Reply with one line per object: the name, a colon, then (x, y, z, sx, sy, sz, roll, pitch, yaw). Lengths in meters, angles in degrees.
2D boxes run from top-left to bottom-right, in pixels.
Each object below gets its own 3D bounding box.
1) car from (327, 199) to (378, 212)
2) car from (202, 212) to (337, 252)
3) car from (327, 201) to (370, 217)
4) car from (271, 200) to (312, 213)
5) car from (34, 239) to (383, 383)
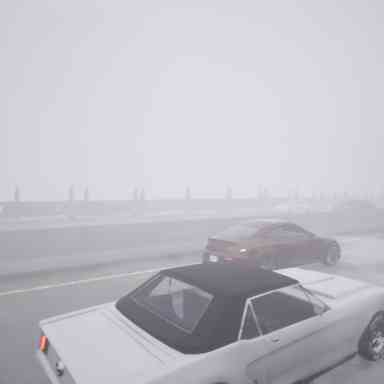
car: (12.472, 1.353, 25.801, 4.553, 1.767, 2.097, 0, 0, -35)
car: (2.423, 1.526, 9.780, 4.674, 1.442, 1.812, 0, 0, -36)
car: (15.089, 1.565, 31.967, 4.181, 1.385, 1.994, 0, 0, -35)
car: (9.785, 1.526, 32.483, 4.674, 1.442, 1.812, 0, 0, -35)
car: (0.710, 1.601, 4.256, 4.718, 1.301, 1.895, 0, 0, -36)
